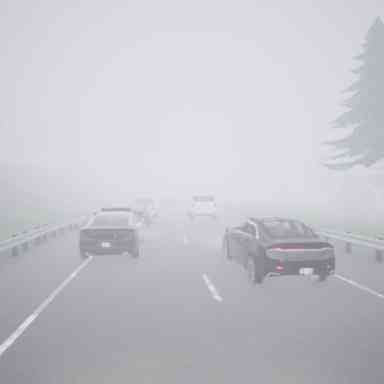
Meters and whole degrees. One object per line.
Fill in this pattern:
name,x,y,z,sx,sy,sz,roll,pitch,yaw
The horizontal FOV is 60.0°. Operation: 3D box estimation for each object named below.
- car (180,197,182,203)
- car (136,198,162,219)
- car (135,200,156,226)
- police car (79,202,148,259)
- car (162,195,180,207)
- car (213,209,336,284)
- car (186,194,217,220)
car,-3.083,1.374,63.192,2.128,1.511,4.902,0,0,0
car,-3.959,1.300,28.518,2.097,1.767,4.553,0,0,-2
car,-3.656,1.486,22.571,1.812,1.442,4.674,0,0,-4
police car,-2.883,1.404,12.736,1.930,1.638,5.238,0,0,-6
car,-3.204,1.263,48.128,2.097,1.767,4.553,0,0,0
car,2.181,1.472,9.551,2.128,1.511,4.902,0,0,-6
car,0.786,1.167,27.594,2.150,2.045,5.566,0,0,-3
